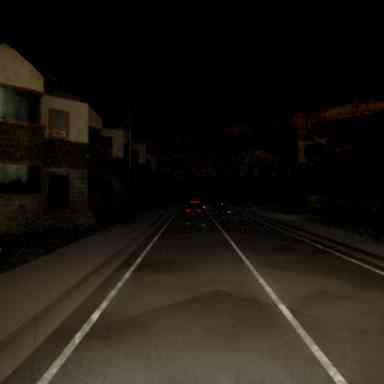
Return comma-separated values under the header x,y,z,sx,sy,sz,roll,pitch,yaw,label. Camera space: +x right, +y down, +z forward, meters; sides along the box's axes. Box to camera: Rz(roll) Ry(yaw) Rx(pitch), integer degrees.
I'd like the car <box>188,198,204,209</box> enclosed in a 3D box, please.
x,y,z,sx,sy,sz,roll,pitch,yaw,label
0.479,1.497,44.467,2.128,1.511,4.902,0,0,4,car

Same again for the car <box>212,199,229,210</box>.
x,y,z,sx,sy,sz,roll,pitch,yaw,label
3.609,1.555,42.024,2.033,1.411,5.357,0,0,0,car

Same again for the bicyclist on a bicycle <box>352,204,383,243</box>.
x,y,z,sx,sy,sz,roll,pitch,yaw,label
7.394,1.305,13.646,1.656,1.620,0.582,0,0,0,bicyclist on a bicycle
